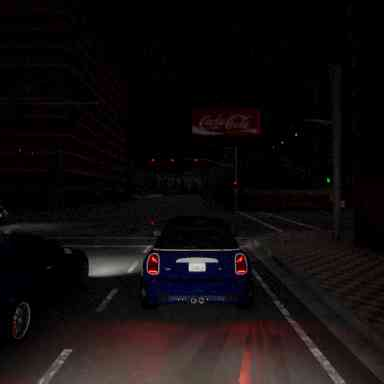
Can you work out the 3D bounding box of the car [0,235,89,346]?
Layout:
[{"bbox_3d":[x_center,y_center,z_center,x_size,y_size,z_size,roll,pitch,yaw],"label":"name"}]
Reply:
[{"bbox_3d":[-3.418,1.526,6.224,1.812,1.442,4.674,0,0,0],"label":"car"}]

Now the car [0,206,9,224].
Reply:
[{"bbox_3d":[-15.469,1.223,22.799,5.566,2.045,2.150,0,-1,13],"label":"car"}]

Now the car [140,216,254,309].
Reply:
[{"bbox_3d":[0.089,1.352,8.018,2.097,1.767,4.553,0,0,0],"label":"car"}]
